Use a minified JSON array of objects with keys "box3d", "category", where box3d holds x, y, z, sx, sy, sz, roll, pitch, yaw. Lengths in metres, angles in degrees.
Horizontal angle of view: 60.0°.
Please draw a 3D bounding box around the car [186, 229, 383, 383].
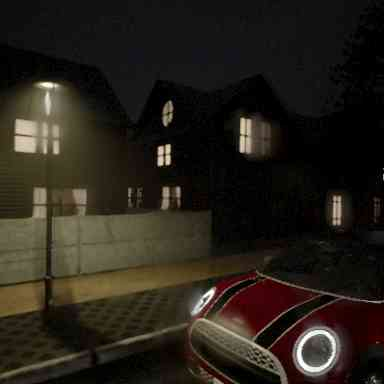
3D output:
[{"box3d":[2.138,1.378,4.603,4.553,1.767,2.097,0,0,-36],"category":"car"}]
